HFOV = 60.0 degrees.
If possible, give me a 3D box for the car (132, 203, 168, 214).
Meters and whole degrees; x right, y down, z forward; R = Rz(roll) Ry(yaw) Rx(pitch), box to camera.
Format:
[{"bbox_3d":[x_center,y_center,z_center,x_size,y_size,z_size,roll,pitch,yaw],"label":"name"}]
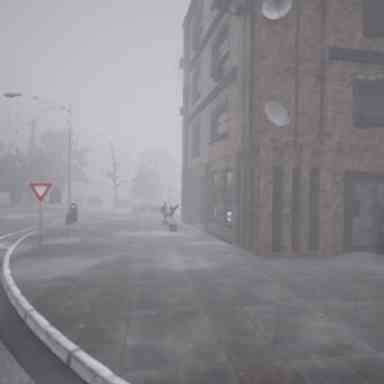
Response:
[{"bbox_3d":[-5.138,2.011,41.443,1.895,1.301,4.718,1,-3,39],"label":"car"}]
